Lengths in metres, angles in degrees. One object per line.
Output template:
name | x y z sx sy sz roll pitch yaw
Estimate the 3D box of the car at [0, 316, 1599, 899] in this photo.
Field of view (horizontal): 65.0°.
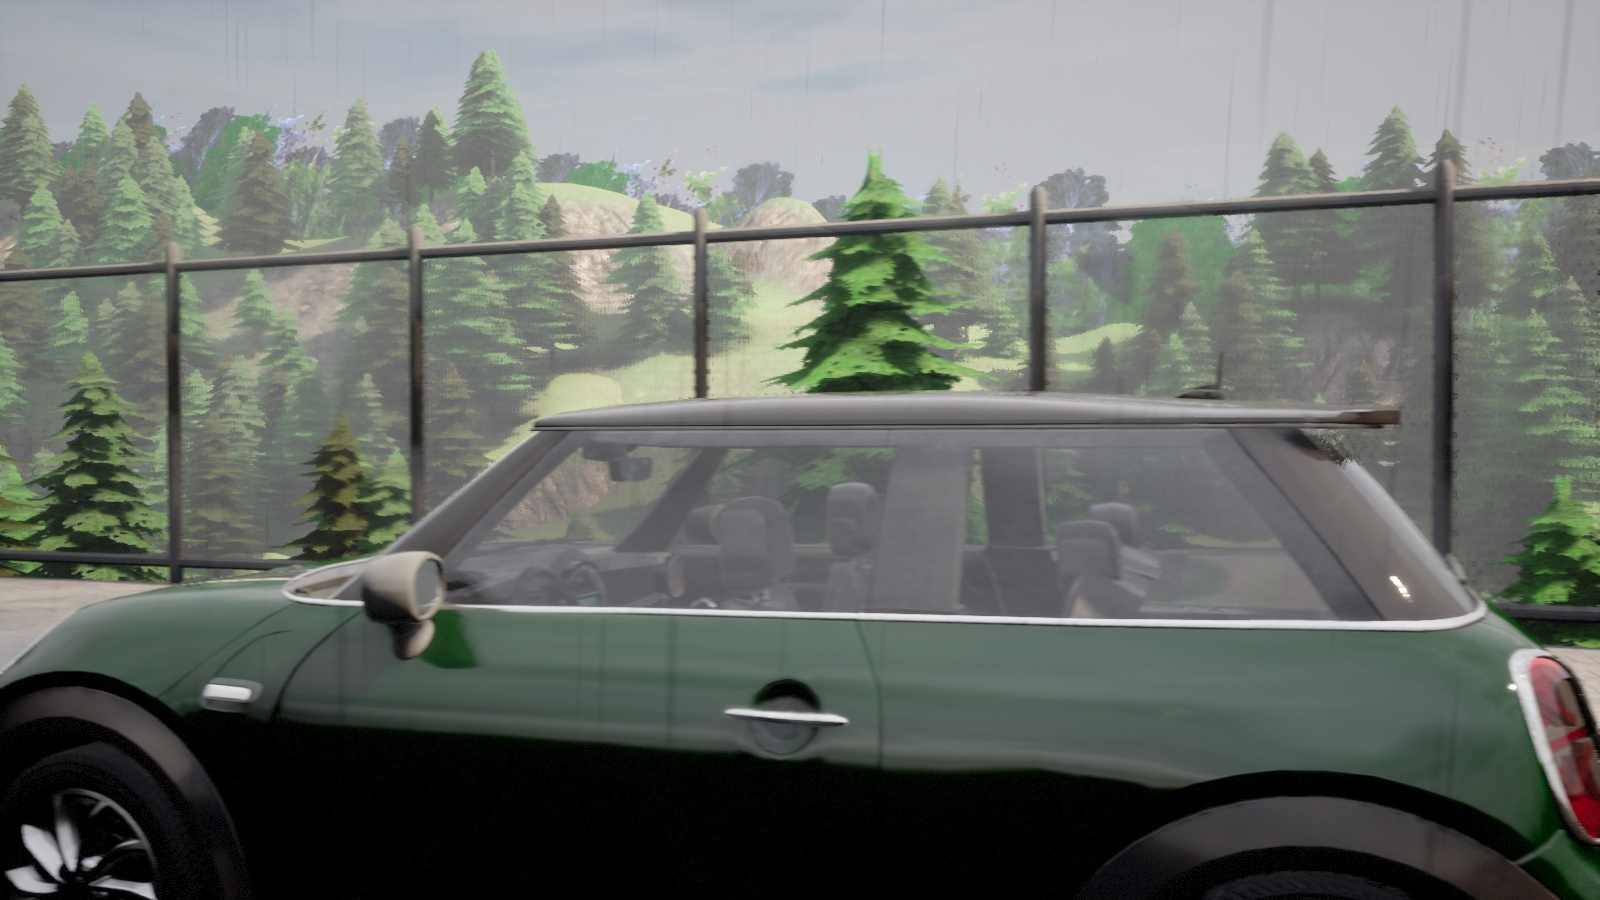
car | -0.299 0.623 3.819 4.553 1.767 2.097 1 1 19
